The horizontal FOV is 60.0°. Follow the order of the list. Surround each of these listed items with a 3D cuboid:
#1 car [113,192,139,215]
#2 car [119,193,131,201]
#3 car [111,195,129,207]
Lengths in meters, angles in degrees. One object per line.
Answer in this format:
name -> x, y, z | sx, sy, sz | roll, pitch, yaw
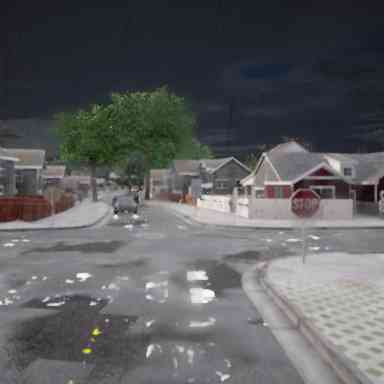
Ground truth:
car -> -6.264, 1.139, 31.425 | 2.097, 1.767, 4.553 | 0, 0, -12
car -> -13.477, 1.020, 66.709 | 2.128, 1.511, 4.902 | -1, 0, -16
car -> -10.205, 1.226, 47.042 | 2.033, 1.411, 5.357 | -1, 1, -17
